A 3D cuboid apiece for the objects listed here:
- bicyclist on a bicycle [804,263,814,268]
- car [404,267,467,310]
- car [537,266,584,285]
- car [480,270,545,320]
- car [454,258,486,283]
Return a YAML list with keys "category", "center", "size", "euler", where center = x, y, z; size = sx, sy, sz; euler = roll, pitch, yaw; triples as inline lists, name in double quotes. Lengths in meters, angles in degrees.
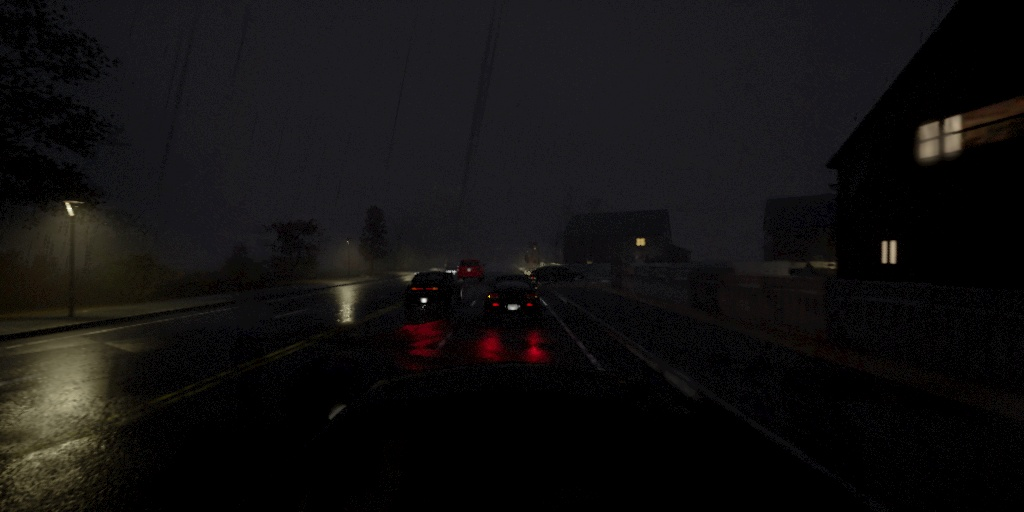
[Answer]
- category: "bicyclist on a bicycle"
  center: [18.052, 1.256, 21.769]
  size: [0.582, 1.620, 1.656]
  euler: [0, 0, 30]
- category: "car"
  center: [-3.289, 1.409, 15.668]
  size: [1.837, 1.490, 4.892]
  euler: [0, -1, -1]
- category: "car"
  center: [3.827, 1.561, 29.746]
  size: [4.892, 1.490, 1.837]
  euler: [1, -4, -33]
- category: "car"
  center: [0.004, 1.399, 13.098]
  size: [1.812, 1.442, 4.674]
  euler: [0, -1, 0]
- category: "car"
  center: [-3.664, 1.307, 32.764]
  size: [2.150, 2.045, 5.566]
  euler: [0, -1, -1]
